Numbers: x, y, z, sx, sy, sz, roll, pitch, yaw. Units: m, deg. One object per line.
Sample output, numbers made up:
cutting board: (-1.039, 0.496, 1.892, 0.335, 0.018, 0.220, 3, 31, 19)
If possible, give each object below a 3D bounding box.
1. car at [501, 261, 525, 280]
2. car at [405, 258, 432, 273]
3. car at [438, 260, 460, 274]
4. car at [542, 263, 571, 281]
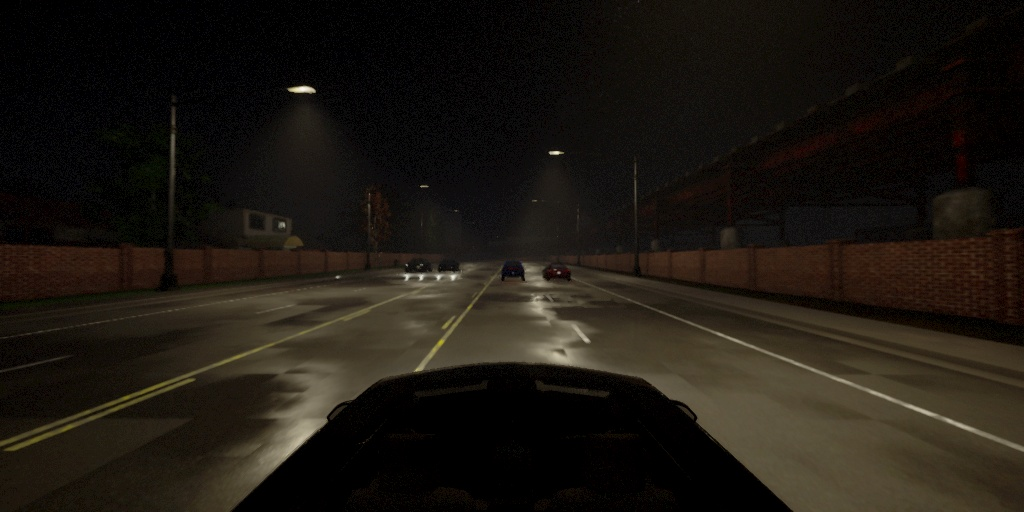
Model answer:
car: (0.092, 1.167, 30.418, 1.882, 1.535, 5.008, 0, 0, 0)
car: (-10.570, 1.012, 40.655, 2.097, 1.767, 4.553, 0, 0, 0)
car: (-7.074, 1.139, 40.564, 1.882, 1.535, 5.008, 0, 0, 0)
car: (3.591, 1.258, 29.436, 1.994, 1.385, 4.181, 0, 0, 0)
